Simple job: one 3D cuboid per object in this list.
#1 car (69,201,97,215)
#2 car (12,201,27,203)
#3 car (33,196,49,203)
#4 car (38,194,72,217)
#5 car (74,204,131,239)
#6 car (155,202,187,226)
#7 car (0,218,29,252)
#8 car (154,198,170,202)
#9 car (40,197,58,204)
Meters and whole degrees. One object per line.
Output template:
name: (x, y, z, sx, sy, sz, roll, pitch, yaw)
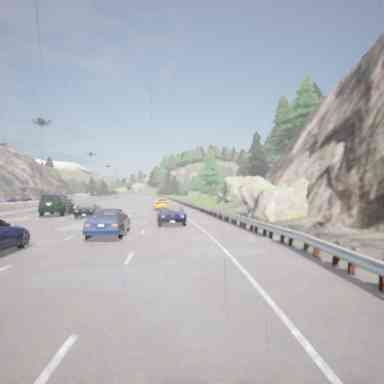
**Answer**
car: (-9.338, 1.623, 30.121, 1.895, 1.301, 4.718, 0, 0, -7)
car: (-35.678, 1.560, 70.606, 1.882, 1.535, 5.008, 0, 0, -7)
car: (-32.205, 1.599, 71.042, 1.812, 1.442, 4.674, 0, 0, -7)
car: (-13.147, 1.252, 32.405, 2.150, 2.045, 5.566, 0, 0, -7)
car: (-4.352, 1.558, 17.487, 2.033, 1.411, 5.357, 0, 0, -6)
car: (-1.493, 1.606, 23.487, 1.895, 1.301, 4.718, 0, 0, -6)
car: (-7.406, 1.543, 11.570, 1.812, 1.442, 4.674, 0, 0, -4)
car: (-3.707, 1.489, 41.525, 1.882, 1.535, 5.008, 0, 0, -7)
car: (-27.934, 1.618, 65.119, 1.994, 1.385, 4.181, 0, 0, -7)
